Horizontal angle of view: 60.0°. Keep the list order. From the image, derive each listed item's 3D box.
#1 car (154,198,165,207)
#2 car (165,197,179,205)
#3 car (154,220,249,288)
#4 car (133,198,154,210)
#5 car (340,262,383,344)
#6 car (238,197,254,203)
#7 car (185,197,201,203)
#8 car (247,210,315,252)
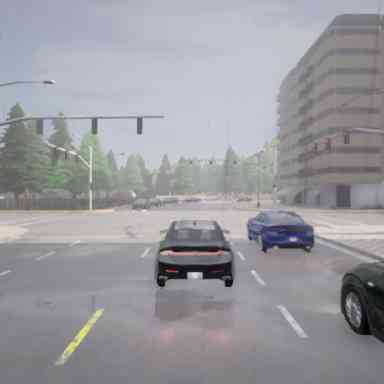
[{"bbox_3d":[-6.350,1.709,56.211,1.812,1.442,4.674,0,0,8],"label":"car"},{"bbox_3d":[-4.203,1.720,66.180,1.837,1.490,4.892,0,0,20],"label":"car"},{"bbox_3d":[0.076,1.523,9.346,2.128,1.511,4.902,0,0,0],"label":"car"},{"bbox_3d":[-6.970,1.677,46.308,1.812,1.442,4.674,0,0,2],"label":"car"},{"bbox_3d":[3.602,1.364,3.903,2.097,1.767,4.553,0,0,0],"label":"car"},{"bbox_3d":[12.931,1.811,79.315,4.181,1.385,1.994,0,0,-41],"label":"car"},{"bbox_3d":[0.247,1.841,75.347,1.895,1.301,4.718,0,0,31],"label":"car"},{"bbox_3d":[3.593,1.524,14.258,1.882,1.535,5.008,0,0,0],"label":"car"}]
